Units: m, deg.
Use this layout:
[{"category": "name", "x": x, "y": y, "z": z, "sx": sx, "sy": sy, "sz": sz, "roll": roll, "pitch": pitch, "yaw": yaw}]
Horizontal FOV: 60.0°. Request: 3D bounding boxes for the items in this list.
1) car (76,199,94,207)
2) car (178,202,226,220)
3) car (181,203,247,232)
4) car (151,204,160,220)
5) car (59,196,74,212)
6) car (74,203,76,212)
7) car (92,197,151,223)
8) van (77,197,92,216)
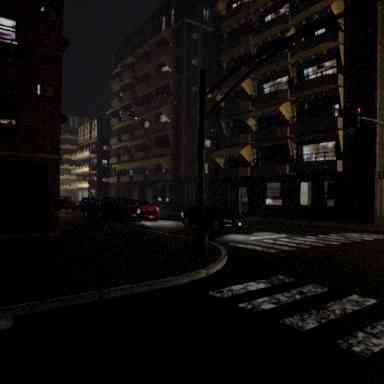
[{"category": "car", "x": -18.434, "y": 1.866, "z": 57.309, "sx": 1.802, "sy": 1.307, "sz": 4.206, "roll": 1, "pitch": -1, "yaw": -35}, {"category": "car", "x": 0.806, "y": 1.685, "z": 30.151, "sx": 1.752, "sy": 1.417, "sz": 4.829, "roll": 1, "pitch": -1, "yaw": -35}, {"category": "car", "x": 1.214, "y": 1.527, "z": 20.273, "sx": 1.837, "sy": 1.490, "sz": 4.892, "roll": 1, "pitch": -1, "yaw": -36}, {"category": "car", "x": -4.519, "y": 1.404, "z": 28.315, "sx": 2.097, "sy": 1.767, "sz": 4.553, "roll": 1, "pitch": -1, "yaw": -35}, {"category": "car", "x": -15.190, "y": 1.368, "z": 39.108, "sx": 2.192, "sy": 1.841, "sz": 5.009, "roll": 1, "pitch": -1, "yaw": -35}, {"category": "car", "x": -11.767, "y": 1.660, "z": 38.555, "sx": 1.994, "sy": 1.385, "sz": 4.181, "roll": 1, "pitch": -1, "yaw": -35}, {"category": "car", "x": -5.521, "y": 1.309, "z": 25.459, "sx": 2.192, "sy": 1.841, "sz": 5.009, "roll": 1, "pitch": -1, "yaw": -35}, {"category": "van", "x": -8.745, "y": 1.354, "z": 30.008, "sx": 1.690, "sy": 1.788, "sz": 3.998, "roll": 1, "pitch": -1, "yaw": -35}]
